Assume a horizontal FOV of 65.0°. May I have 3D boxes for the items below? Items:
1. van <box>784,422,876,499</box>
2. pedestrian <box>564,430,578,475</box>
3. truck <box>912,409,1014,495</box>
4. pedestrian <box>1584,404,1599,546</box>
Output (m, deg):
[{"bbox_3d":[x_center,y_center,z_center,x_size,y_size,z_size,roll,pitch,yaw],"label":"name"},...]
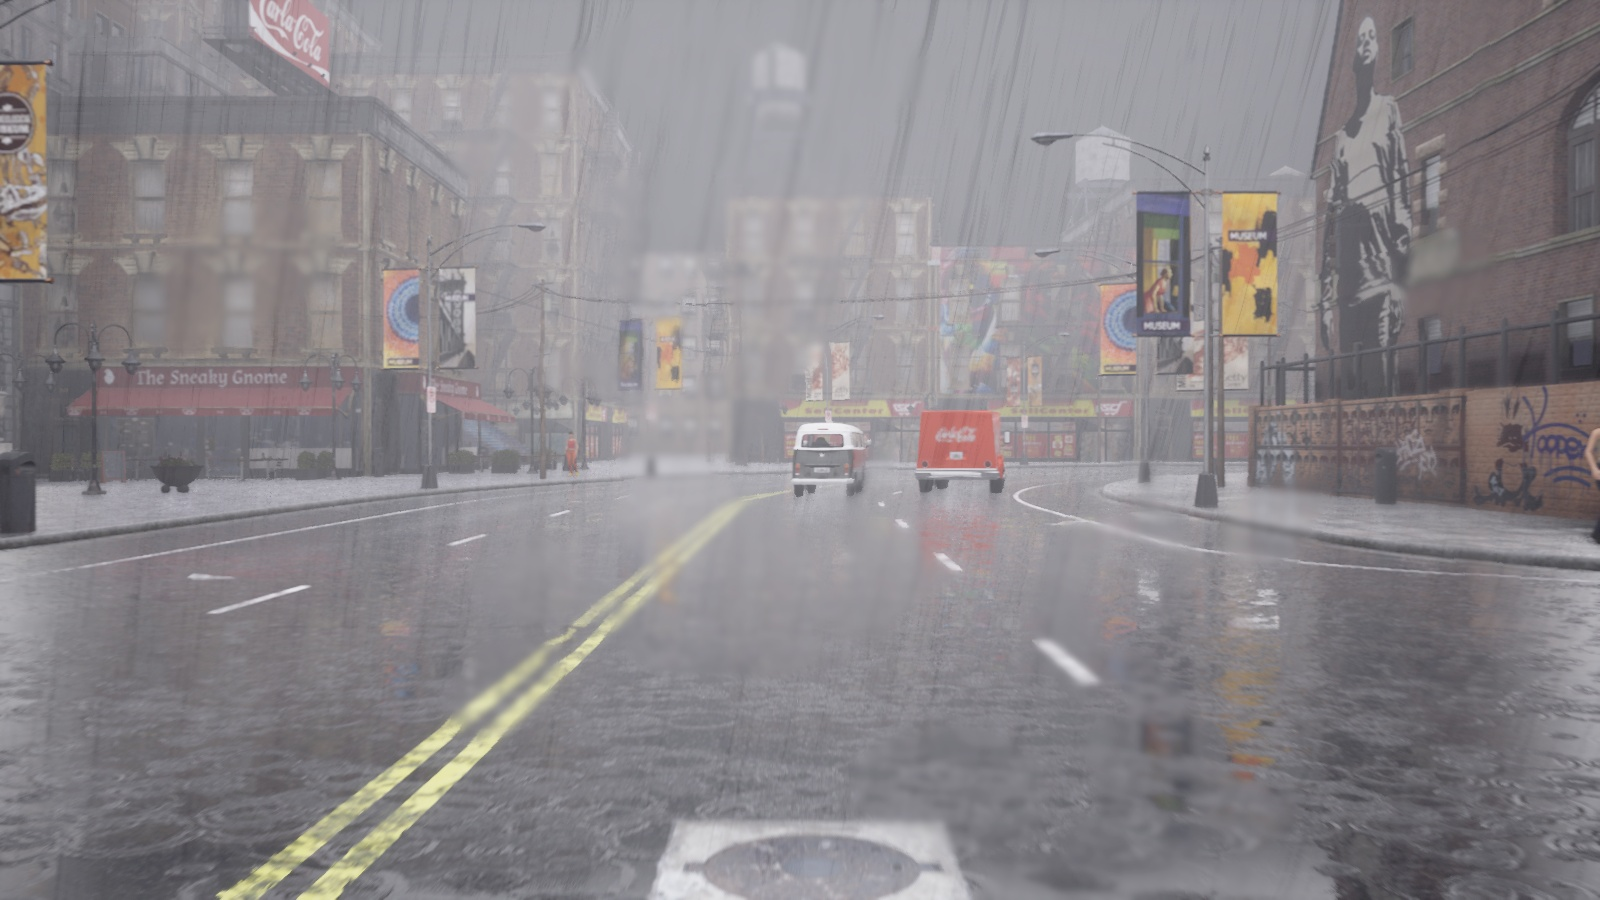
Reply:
[{"bbox_3d":[0.930,0.268,35.947,2.069,2.038,4.480,0,0,9],"label":"van"},{"bbox_3d":[-9.299,0.108,50.996,0.345,1.836,0.594,0,0,17],"label":"pedestrian"},{"bbox_3d":[5.155,0.044,38.966,2.627,2.467,5.204,0,0,13],"label":"truck"},{"bbox_3d":[10.482,0.320,16.175,0.345,1.836,0.594,0,0,-6],"label":"pedestrian"}]
